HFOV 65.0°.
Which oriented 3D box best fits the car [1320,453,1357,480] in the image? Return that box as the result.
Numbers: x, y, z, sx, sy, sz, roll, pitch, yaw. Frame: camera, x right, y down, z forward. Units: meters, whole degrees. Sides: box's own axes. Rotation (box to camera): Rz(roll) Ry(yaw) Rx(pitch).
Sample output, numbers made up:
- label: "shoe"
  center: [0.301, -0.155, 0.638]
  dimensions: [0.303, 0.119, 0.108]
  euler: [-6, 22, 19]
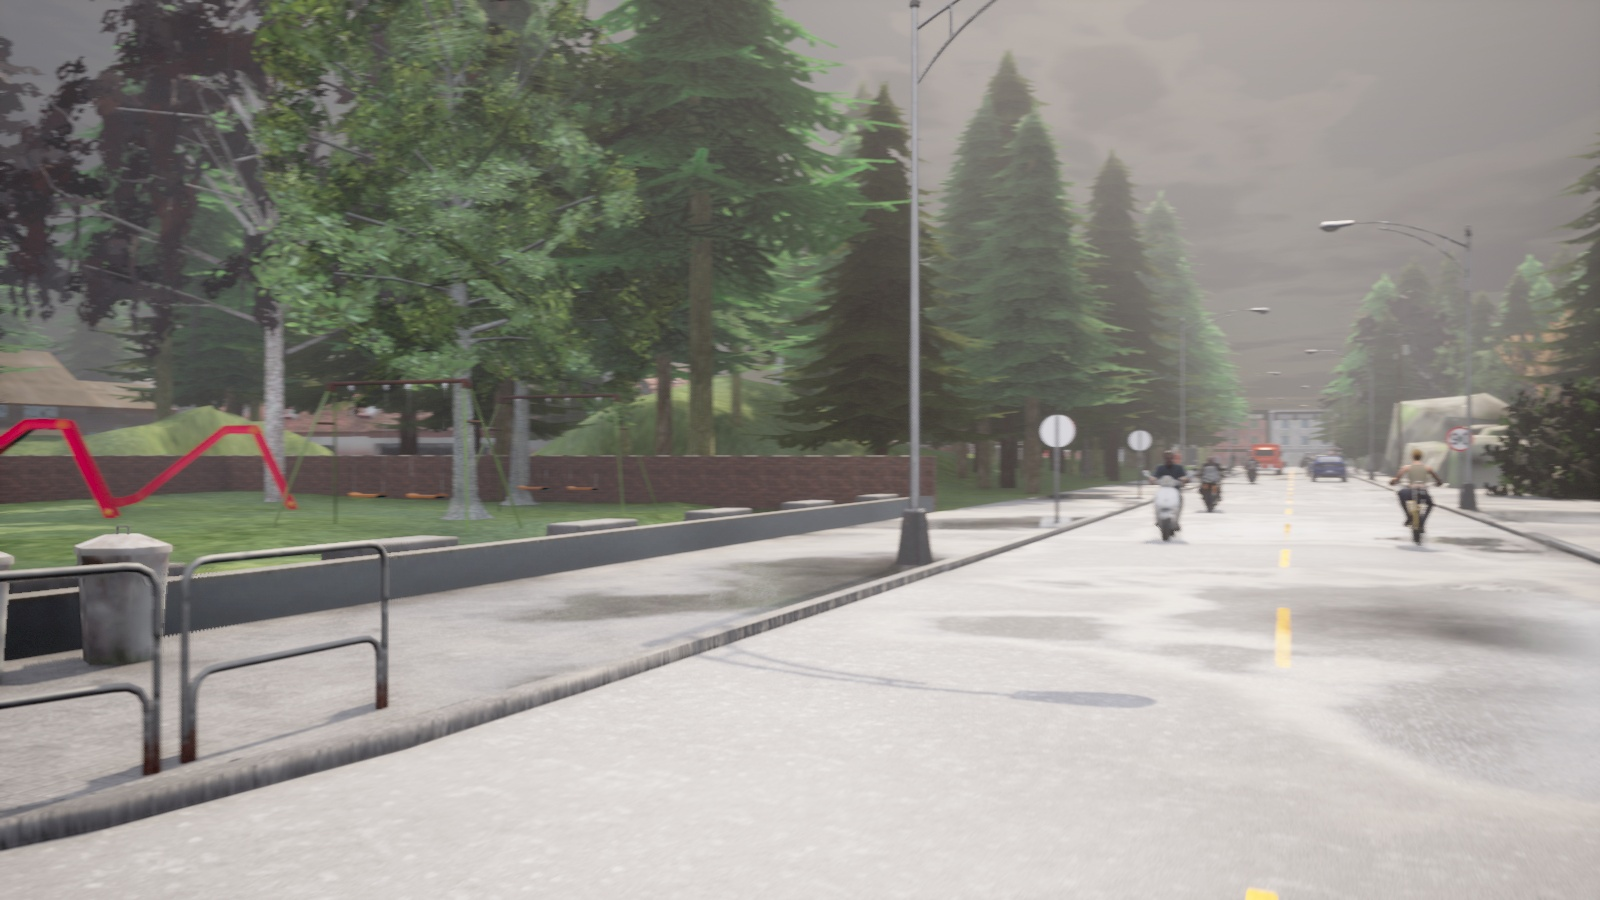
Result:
- label: "car"
  center: [31.800, 0.953, 74.241]
  dimensions: [1.882, 1.535, 5.008]
  euler: [0, 0, 22]

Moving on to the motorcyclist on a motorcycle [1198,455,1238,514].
- label: "motorcyclist on a motorcycle"
  center: [11.222, 0.896, 33.663]
  dimensions: [0.866, 1.530, 2.191]
  euler: [0, 0, 22]

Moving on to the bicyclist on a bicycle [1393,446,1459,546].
- label: "bicyclist on a bicycle"
  center: [10.516, 0.741, 21.144]
  dimensions: [0.866, 1.612, 1.509]
  euler: [0, 0, 22]

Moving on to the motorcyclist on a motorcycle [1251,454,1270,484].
- label: "motorcyclist on a motorcycle"
  center: [24.686, 1.004, 67.255]
  dimensions: [0.866, 1.530, 2.191]
  euler: [0, 0, 22]

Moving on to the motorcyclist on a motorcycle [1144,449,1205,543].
- label: "motorcyclist on a motorcycle"
  center: [6.653, 0.778, 22.236]
  dimensions: [0.866, 1.590, 1.817]
  euler: [0, 0, 22]
